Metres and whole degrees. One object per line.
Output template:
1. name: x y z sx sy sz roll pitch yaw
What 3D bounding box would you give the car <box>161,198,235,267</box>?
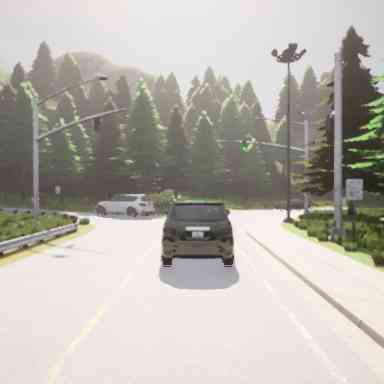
1. car: 0.204 1.223 11.624 2.150 2.045 5.566 0 0 1

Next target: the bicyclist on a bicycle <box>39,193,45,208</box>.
1. bicyclist on a bicycle: -16.993 0.893 37.559 0.582 1.620 1.656 4 12 15

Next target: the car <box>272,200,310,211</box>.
1. car: 12.247 1.599 41.268 4.718 1.301 1.895 0 0 -24

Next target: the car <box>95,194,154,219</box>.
1. car: -6.031 1.221 29.666 5.566 2.045 2.150 1 -1 25
